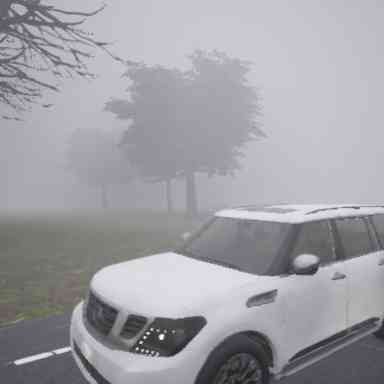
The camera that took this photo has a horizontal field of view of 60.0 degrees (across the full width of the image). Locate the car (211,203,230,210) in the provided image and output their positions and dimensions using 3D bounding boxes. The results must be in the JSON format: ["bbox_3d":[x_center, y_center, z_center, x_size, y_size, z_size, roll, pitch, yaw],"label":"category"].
[{"bbox_3d":[6.494,3.338,76.141,1.994,1.385,4.181,-2,-1,-32],"label":"car"}]

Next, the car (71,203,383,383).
[{"bbox_3d":[1.225,1.222,4.866,5.566,2.045,2.150,0,0,-36],"label":"car"}]
